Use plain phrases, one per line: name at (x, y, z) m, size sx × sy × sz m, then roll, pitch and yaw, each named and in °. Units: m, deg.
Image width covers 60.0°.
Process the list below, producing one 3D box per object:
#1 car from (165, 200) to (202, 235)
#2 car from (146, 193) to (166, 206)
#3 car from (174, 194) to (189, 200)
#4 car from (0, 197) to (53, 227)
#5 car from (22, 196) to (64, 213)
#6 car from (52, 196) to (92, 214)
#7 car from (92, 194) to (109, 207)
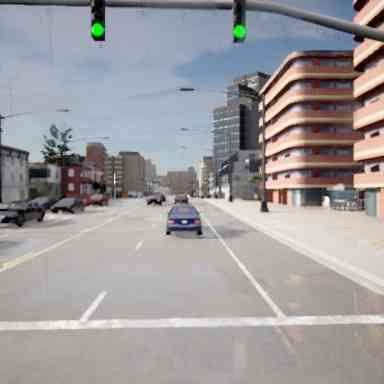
car at (-0.440, 1.417, 18.026) m, size 2.033 × 1.411 × 5.357 m, roll 0°, pitch 1°, yaw -2°
car at (-4.893, 1.086, 43.935) m, size 1.895 × 1.301 × 4.718 m, roll 0°, pitch 1°, yaw -2°
car at (-1.401, 0.960, 44.582) m, size 2.128 × 1.511 × 4.902 m, roll 0°, pitch 1°, yaw -1°
car at (-11.259, 1.342, 21.707) m, size 2.128 × 1.511 × 4.902 m, roll 0°, pitch 1°, yaw -2°
car at (-15.077, 1.211, 34.062) m, size 2.033 × 1.411 × 5.357 m, roll 0°, pitch 1°, yaw -2°
car at (-11.523, 1.244, 31.549) m, size 2.033 × 1.411 × 5.357 m, roll 0°, pitch 1°, yaw -1°
car at (-11.835, 1.008, 41.987) m, size 1.882 × 1.535 × 5.008 m, roll 0°, pitch 1°, yaw -2°
